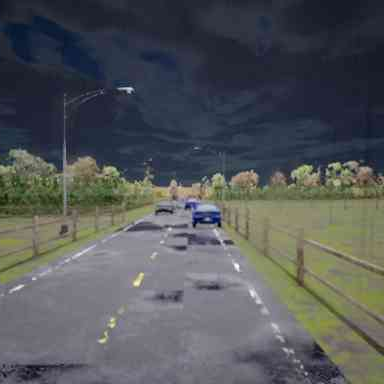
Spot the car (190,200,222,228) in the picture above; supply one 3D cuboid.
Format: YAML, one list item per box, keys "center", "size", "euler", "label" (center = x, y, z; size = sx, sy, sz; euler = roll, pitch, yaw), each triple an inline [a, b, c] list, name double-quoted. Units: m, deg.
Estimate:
- center: [0.968, 1.544, 23.080]
  size: [1.882, 1.535, 5.008]
  euler: [0, 0, 0]
  label: "car"

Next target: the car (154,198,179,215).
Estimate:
- center: [-2.839, 1.645, 35.509]
  size: [2.033, 1.411, 5.357]
  euler: [0, 0, 0]
  label: "car"

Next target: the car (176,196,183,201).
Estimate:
- center: [-2.733, 1.541, 76.533]
  size: [1.994, 1.385, 4.181]
  euler: [0, 0, 0]
  label: "car"

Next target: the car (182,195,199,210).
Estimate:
- center: [0.041, 1.595, 44.799]
  size: [1.882, 1.535, 5.008]
  euler: [0, 0, 0]
  label: "car"
